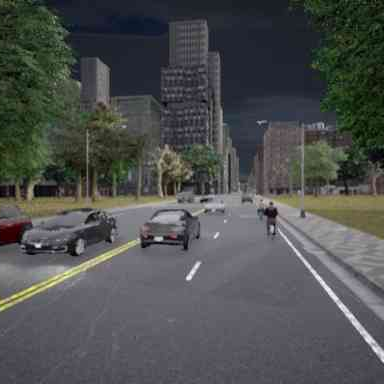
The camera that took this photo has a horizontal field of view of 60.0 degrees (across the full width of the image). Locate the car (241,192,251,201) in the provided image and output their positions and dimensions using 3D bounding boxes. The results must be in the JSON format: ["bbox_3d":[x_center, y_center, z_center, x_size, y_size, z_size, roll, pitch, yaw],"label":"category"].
[{"bbox_3d":[11.967,0.976,73.183,2.097,1.767,4.553,0,0,9],"label":"car"}]

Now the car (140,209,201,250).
[{"bbox_3d":[-0.782,1.433,13.764,1.812,1.442,4.674,0,0,9],"label":"car"}]

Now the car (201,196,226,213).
[{"bbox_3d":[2.421,1.396,33.619,1.895,1.301,4.718,0,0,9],"label":"car"}]

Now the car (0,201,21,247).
[{"bbox_3d":[-7.844,1.274,11.960,2.097,1.767,4.553,0,0,9],"label":"car"}]

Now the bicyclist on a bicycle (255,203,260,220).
[{"bbox_3d":[4.901,1.284,23.561,0.866,1.612,1.509,0,0,9],"label":"bicyclist on a bicycle"}]

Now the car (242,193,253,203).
[{"bbox_3d":[9.578,1.190,57.679,1.837,1.490,4.892,0,1,9],"label":"car"}]

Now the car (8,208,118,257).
[{"bbox_3d":[-4.422,1.420,12.773,1.837,1.490,4.892,0,0,9],"label":"car"}]

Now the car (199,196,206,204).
[{"bbox_3d":[2.322,1.299,54.621,1.895,1.301,4.718,0,0,9],"label":"car"}]

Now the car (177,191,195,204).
[{"bbox_3d":[-0.928,0.921,54.868,2.150,2.045,5.566,0,0,9],"label":"car"}]

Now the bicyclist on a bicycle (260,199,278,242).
[{"bbox_3d":[3.456,1.271,14.563,0.659,1.776,1.843,0,1,9],"label":"bicyclist on a bicycle"}]
